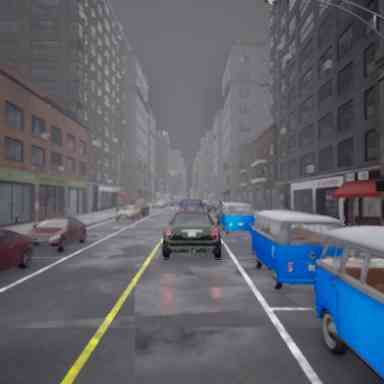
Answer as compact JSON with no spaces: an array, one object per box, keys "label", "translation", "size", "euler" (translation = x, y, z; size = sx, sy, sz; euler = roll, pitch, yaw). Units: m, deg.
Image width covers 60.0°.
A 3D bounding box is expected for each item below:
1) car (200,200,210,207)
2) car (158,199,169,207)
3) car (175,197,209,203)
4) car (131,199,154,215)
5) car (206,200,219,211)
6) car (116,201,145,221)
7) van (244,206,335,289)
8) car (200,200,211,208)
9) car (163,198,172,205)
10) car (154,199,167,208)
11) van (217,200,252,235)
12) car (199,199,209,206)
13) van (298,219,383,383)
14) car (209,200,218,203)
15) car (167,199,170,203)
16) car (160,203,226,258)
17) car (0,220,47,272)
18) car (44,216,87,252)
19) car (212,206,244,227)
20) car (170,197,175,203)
[{"label":"car","translation":[2.619,2.293,69.519],"size":[1.887,1.381,4.507],"euler":[0,-1,0]},{"label":"car","translation":[-5.907,2.188,69.505],"size":[1.967,1.590,4.097],"euler":[0,-1,0]},{"label":"car","translation":[-0.010,1.509,27.599],"size":[2.150,2.045,5.566],"euler":[0,0,0]},{"label":"car","translation":[-5.878,1.694,36.551],"size":[2.192,1.841,5.009],"euler":[1,-1,0]},{"label":"car","translation":[3.107,2.069,51.650],"size":[1.812,1.442,4.674],"euler":[0,-1,0]},{"label":"car","translation":[-5.875,1.844,30.887],"size":[1.752,1.417,4.829],"euler":[1,-1,0]},{"label":"van","translation":[2.677,1.435,9.118],"size":[1.690,1.788,3.998],"euler":[1,-1,0]},{"label":"car","translation":[2.624,2.229,64.028],"size":[1.887,1.381,4.507],"euler":[0,-1,0]},{"label":"car","translation":[-5.916,2.318,80.491],"size":[1.967,1.590,4.097],"euler":[0,-1,0]},{"label":"car","translation":[-5.898,2.144,58.350],"size":[1.752,1.417,4.829],"euler":[0,-1,0]},{"label":"van","translation":[2.667,1.548,20.101],"size":[1.690,1.788,3.998],"euler":[1,-1,0]},{"label":"car","translation":[2.614,2.364,75.010],"size":[2.008,1.369,4.403],"euler":[0,-1,0]},{"label":"van","translation":[2.682,1.379,3.627],"size":[1.690,1.788,3.998],"euler":[1,-1,0]},{"label":"car","translation":[3.077,1.819,44.622],"size":[2.097,1.767,4.553],"euler":[0,-1,0]},{"label":"car","translation":[-5.903,2.234,64.012],"size":[2.008,1.369,4.403],"euler":[0,-1,0]},{"label":"car","translation":[0.011,1.489,13.447],"size":[2.097,1.767,4.553],"euler":[0,-1,0]},{"label":"car","translation":[-5.858,1.675,9.085],"size":[1.802,1.307,4.206],"euler":[1,-1,0]},{"label":"car","translation":[-5.862,1.731,14.577],"size":[1.802,1.307,4.206],"euler":[1,-1,0]},{"label":"car","translation":[2.660,1.814,25.590],"size":[2.008,1.369,4.403],"euler":[1,-1,0]},{"label":"car","translation":[-3.066,1.922,65.321],"size":[2.150,2.045,5.566],"euler":[0,-1,0]}]
